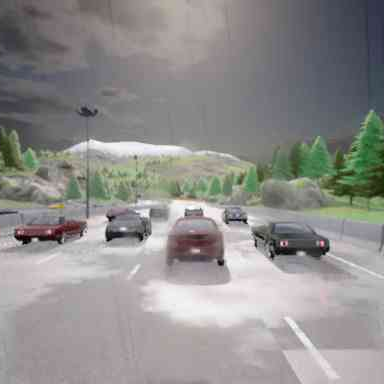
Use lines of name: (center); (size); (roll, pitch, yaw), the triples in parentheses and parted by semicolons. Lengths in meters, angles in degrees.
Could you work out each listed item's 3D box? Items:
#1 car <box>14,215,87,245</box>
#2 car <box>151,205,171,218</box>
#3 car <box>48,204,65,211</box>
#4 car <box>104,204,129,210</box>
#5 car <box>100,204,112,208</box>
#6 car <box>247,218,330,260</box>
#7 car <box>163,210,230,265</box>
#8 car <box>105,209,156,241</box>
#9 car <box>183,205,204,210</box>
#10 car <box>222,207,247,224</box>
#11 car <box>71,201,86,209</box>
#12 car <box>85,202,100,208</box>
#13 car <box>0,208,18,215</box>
car: (-6.862, 1.831, 16.825); (1.895, 1.301, 4.718); (0, -1, 0)
car: (-3.314, 2.077, 34.689); (1.882, 1.535, 5.008); (0, -1, 0)
car: (-27.821, 3.112, 68.526); (1.882, 1.535, 5.008); (0, -2, 0)
car: (-6.821, 2.142, 32.251); (1.895, 1.301, 4.718); (0, -1, 0)
car: (-17.316, 3.165, 70.164); (1.882, 1.535, 5.008); (0, -2, 0)
car: (3.623, 1.774, 13.188); (1.895, 1.301, 4.718); (0, -1, 0)
car: (0.118, 1.638, 12.380); (1.882, 1.535, 5.008); (0, -1, 0)
car: (-3.359, 1.820, 18.285); (1.994, 1.385, 4.181); (0, -1, 0)
car: (0.183, 2.063, 33.472); (2.128, 1.511, 4.902); (0, -1, 0)
car: (3.670, 2.021, 29.167); (2.033, 1.411, 5.357); (0, -1, 0)
car: (-24.311, 2.956, 71.976); (2.150, 2.045, 5.566); (0, -2, 0)
car: (-20.811, 3.327, 71.953); (1.895, 1.301, 4.718); (0, -2, 0)
car: (-17.523, 2.077, 29.522); (1.895, 1.301, 4.718); (0, -1, 0)
